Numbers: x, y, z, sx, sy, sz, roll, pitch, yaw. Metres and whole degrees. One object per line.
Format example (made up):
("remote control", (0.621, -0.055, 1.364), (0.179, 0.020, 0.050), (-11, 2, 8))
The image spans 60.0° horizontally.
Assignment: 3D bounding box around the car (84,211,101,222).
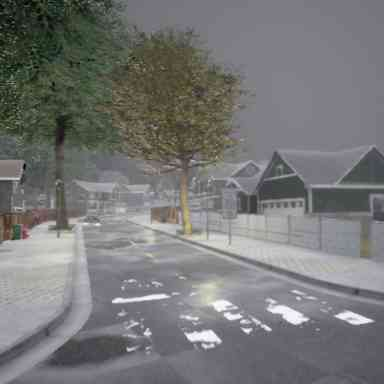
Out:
("car", (-13.849, 3.380, 46.361), (1.837, 1.490, 4.892), (0, -2, -16))
